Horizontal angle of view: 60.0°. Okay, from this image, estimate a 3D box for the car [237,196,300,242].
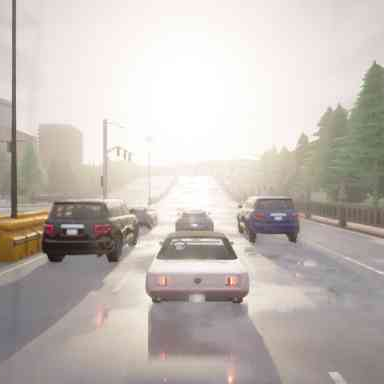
[{"bbox_3d":[3.621,1.218,16.606,2.150,2.045,5.566,0,0,0],"label":"car"}]

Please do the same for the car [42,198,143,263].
[{"bbox_3d":[-3.384,1.222,12.110,2.150,2.045,5.566,0,0,0],"label":"car"}]

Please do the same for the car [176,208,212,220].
[{"bbox_3d":[0.125,1.564,17.976,1.994,1.385,4.181,0,0,0],"label":"car"}]

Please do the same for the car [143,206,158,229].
[{"bbox_3d":[-3.371,1.564,21.473,1.994,1.385,4.181,0,0,0],"label":"car"}]

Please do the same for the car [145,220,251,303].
[{"bbox_3d":[0.110,1.601,8.125,1.895,1.301,4.718,0,0,0],"label":"car"}]
